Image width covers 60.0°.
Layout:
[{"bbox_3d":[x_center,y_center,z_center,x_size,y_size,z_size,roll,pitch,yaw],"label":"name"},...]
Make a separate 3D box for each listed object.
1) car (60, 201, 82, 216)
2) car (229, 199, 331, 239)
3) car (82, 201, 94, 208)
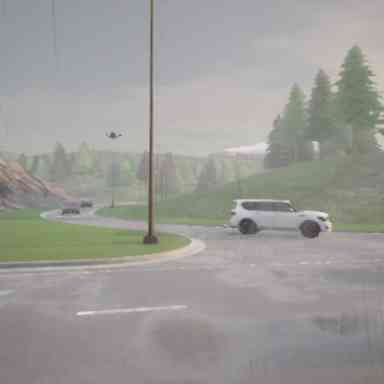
[{"bbox_3d":[-13.739,1.830,37.681,1.837,1.490,4.892,0,0,-20],"label":"car"},{"bbox_3d":[4.898,1.426,18.908,5.566,2.045,2.150,0,0,22],"label":"car"},{"bbox_3d":[-18.185,2.128,57.554,1.895,1.301,4.718,0,-1,-10],"label":"car"}]
